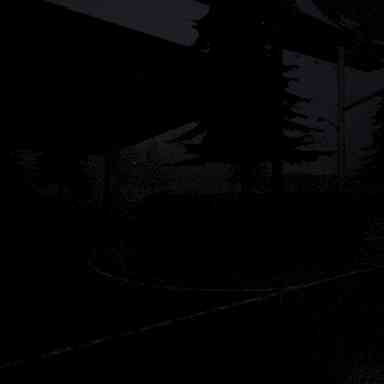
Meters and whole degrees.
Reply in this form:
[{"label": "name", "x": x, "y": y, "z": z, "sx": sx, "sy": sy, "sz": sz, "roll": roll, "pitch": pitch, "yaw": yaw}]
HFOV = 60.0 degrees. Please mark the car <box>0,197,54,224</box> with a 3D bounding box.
[{"label": "car", "x": -11.959, "y": 1.313, "z": 23.487, "sx": 3.866, "sy": 1.878, "sz": 1.905, "roll": 0, "pitch": 0, "yaw": -36}]
